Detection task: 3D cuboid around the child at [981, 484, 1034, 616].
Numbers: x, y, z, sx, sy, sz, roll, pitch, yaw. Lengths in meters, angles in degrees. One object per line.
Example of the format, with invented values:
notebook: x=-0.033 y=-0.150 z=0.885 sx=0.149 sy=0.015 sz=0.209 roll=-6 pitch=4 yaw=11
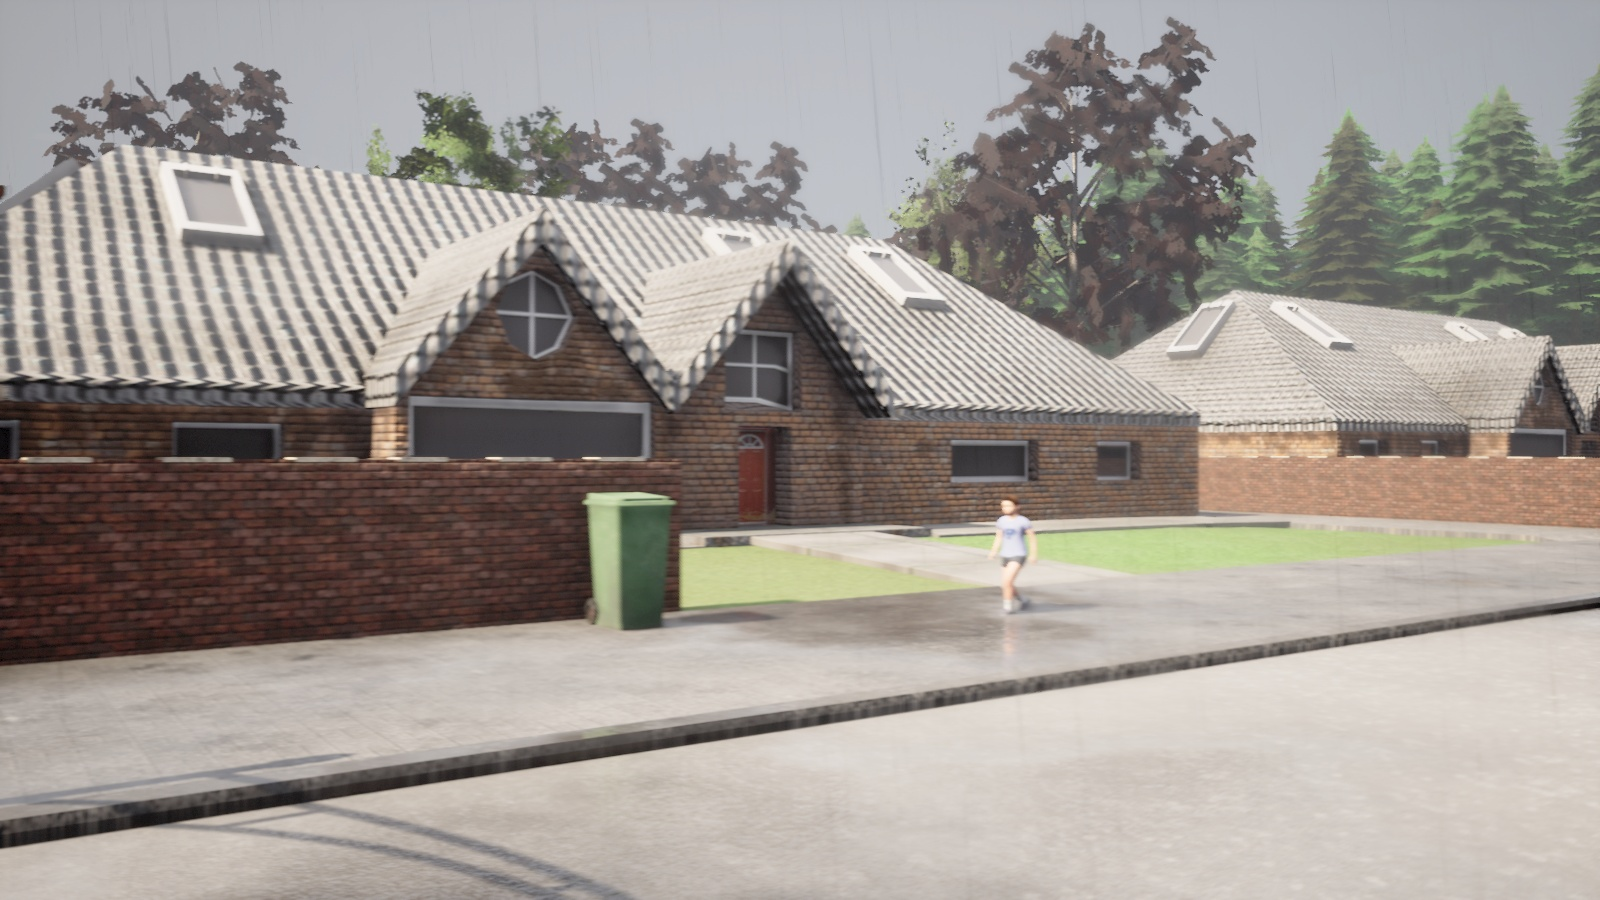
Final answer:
child: x=1.804 y=0.858 z=10.895 sx=0.394 sy=1.110 sz=0.255 roll=0 pitch=0 yaw=-39
